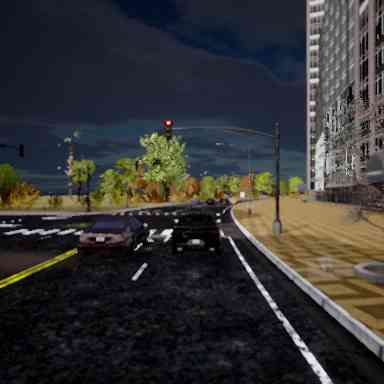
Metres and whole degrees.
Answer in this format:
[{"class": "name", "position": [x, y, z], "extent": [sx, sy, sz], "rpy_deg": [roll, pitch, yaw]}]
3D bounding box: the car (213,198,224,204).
[{"class": "car", "position": [6.872, 2.249, 86.832], "extent": [2.033, 1.411, 5.357], "rpy_deg": [0, -1, 14]}]

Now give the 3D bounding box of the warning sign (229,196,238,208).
[{"class": "warning sign", "position": [6.813, 1.652, 54.559], "extent": [1.300, 1.860, 1.060], "rpy_deg": [0, 0, 8]}]

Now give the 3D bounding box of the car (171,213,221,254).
[{"class": "car", "position": [0.235, 1.615, 14.240], "extent": [1.882, 1.535, 5.008], "rpy_deg": [0, 0, 2]}]

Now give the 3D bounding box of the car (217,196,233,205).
[{"class": "car", "position": [7.452, 2.190, 74.482], "extent": [1.882, 1.535, 5.008], "rpy_deg": [0, -1, 12]}]

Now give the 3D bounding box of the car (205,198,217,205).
[{"class": "car", "position": [4.261, 2.191, 75.100], "extent": [1.882, 1.535, 5.008], "rpy_deg": [0, -1, 12]}]

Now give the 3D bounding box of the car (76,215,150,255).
[{"class": "car", "position": [-3.040, 1.680, 13.859], "extent": [2.033, 1.411, 5.357], "rpy_deg": [0, -1, 2]}]

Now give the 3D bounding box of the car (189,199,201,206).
[{"class": "car", "position": [0.715, 2.263, 73.941], "extent": [2.033, 1.411, 5.357], "rpy_deg": [0, -1, 11]}]
